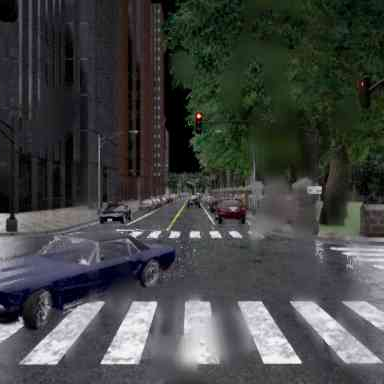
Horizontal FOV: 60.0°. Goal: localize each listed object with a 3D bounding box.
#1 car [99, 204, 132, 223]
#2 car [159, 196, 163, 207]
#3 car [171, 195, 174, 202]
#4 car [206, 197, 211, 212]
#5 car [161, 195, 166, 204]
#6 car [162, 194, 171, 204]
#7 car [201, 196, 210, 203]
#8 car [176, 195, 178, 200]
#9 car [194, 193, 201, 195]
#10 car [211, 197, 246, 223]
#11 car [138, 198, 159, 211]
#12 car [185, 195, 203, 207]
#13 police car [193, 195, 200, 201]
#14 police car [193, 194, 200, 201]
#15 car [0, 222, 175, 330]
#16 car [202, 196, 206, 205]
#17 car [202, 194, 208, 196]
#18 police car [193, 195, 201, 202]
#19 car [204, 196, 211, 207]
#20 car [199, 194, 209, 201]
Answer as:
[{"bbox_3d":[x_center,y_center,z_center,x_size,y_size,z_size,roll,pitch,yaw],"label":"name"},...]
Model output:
[{"bbox_3d":[-5.687,1.570,25.213,1.947,1.339,4.313,0,0,0],"label":"car"},{"bbox_3d":[-5.620,1.604,47.041,1.802,1.307,4.206,0,0,0],"label":"car"},{"bbox_3d":[-5.553,1.357,68.869,2.192,1.841,5.009,0,0,0],"label":"car"},{"bbox_3d":[2.872,1.579,36.109,1.947,1.339,4.313,0,0,0],"label":"car"},{"bbox_3d":[-5.603,1.609,52.498,1.802,1.307,4.206,0,0,0],"label":"car"},{"bbox_3d":[-5.570,1.619,63.412,1.802,1.307,4.206,0,0,0],"label":"car"},{"bbox_3d":[2.989,1.573,74.474,1.752,1.417,4.829,0,0,0],"label":"car"},{"bbox_3d":[-5.486,1.510,90.697,1.967,1.590,4.097,0,0,0],"label":"car"},{"bbox_3d":[0.285,1.515,64.602,1.882,1.535,5.008,0,0,0],"label":"car"},{"bbox_3d":[2.838,1.319,25.196,2.192,1.841,5.009,0,0,0],"label":"car"},{"bbox_3d":[-5.637,1.568,41.584,2.008,1.369,4.403,0,0,0],"label":"car"},{"bbox_3d":[0.252,1.529,50.197,1.837,1.490,4.892,0,0,0],"label":"car"},{"bbox_3d":[1.144,1.489,85.968,1.930,1.638,5.238,0,0,0],"label":"police car"},{"bbox_3d":[1.181,1.497,91.968,1.930,1.638,5.238,0,0,0],"label":"police car"},{"bbox_3d":[-2.424,1.608,7.243,1.895,1.301,4.718,1,0,32],"label":"car"},{"bbox_3d":[2.905,1.573,47.022,2.008,1.369,4.403,0,0,0],"label":"car"},{"bbox_3d":[2.922,1.467,52.478,1.967,1.590,4.097,0,0,0],"label":"car"},{"bbox_3d":[1.132,1.476,75.967,1.930,1.638,5.238,0,0,0],"label":"police car"},{"bbox_3d":[2.889,1.568,41.565,2.008,1.369,4.403,0,0,0],"label":"car"},{"bbox_3d":[3.022,1.377,85.218,2.192,1.841,5.009,0,0,0],"label":"car"}]
